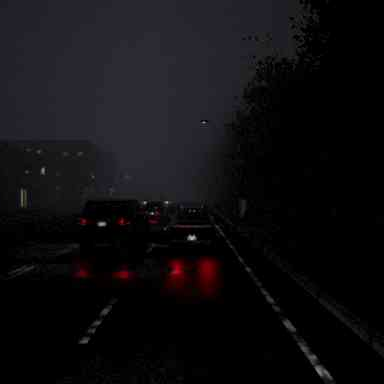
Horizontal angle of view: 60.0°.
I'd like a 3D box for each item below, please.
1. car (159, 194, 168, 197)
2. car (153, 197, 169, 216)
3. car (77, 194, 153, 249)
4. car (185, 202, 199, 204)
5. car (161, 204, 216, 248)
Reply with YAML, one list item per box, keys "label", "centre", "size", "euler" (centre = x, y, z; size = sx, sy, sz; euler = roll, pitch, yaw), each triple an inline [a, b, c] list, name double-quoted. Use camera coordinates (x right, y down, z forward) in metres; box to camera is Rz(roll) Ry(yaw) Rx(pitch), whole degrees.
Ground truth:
- label: "car"
  centre: [-6.501, 1.297, 75.956]
  size: [2.097, 1.767, 4.553]
  euler: [0, 0, 0]
- label: "car"
  centre: [-3.250, 1.508, 29.651]
  size: [1.837, 1.490, 4.892]
  euler: [0, 0, 0]
- label: "car"
  centre: [-3.249, 1.252, 14.680]
  size: [2.150, 2.045, 5.566]
  euler: [0, 0, 0]
- label: "car"
  centre: [0.000, 1.555, 29.652]
  size: [2.033, 1.411, 5.357]
  euler: [0, 0, 0]
- label: "car"
  centre: [0.000, 1.490, 14.651]
  size: [2.128, 1.511, 4.902]
  euler: [0, 0, 0]
